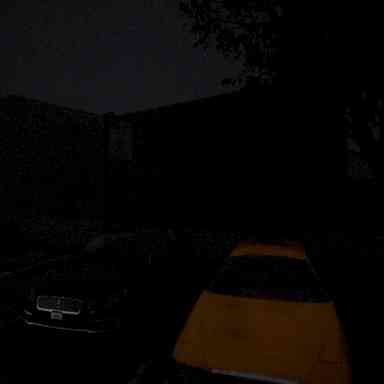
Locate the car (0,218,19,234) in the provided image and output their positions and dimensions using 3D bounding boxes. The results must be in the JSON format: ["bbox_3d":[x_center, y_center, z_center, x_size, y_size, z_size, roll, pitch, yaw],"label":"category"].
[{"bbox_3d":[-8.550,1.528,12.209,2.002,1.452,4.674,1,-1,16],"label":"car"}]

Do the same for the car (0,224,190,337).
[{"bbox_3d":[-1.228,1.487,6.974,2.231,1.521,4.892,1,-1,16],"label":"car"}]

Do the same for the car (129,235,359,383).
[{"bbox_3d":[1.160,1.480,5.045,1.946,1.575,5.366,1,-1,16],"label":"car"}]
